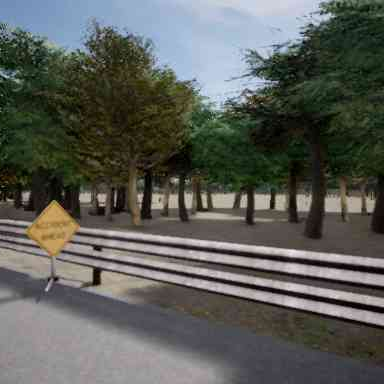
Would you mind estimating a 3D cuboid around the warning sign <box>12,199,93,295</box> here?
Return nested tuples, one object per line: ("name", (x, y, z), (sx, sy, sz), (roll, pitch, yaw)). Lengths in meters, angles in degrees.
("warning sign", (-3.104, 1.113, 7.446), (1.060, 1.860, 1.300), (0, 0, 36))
